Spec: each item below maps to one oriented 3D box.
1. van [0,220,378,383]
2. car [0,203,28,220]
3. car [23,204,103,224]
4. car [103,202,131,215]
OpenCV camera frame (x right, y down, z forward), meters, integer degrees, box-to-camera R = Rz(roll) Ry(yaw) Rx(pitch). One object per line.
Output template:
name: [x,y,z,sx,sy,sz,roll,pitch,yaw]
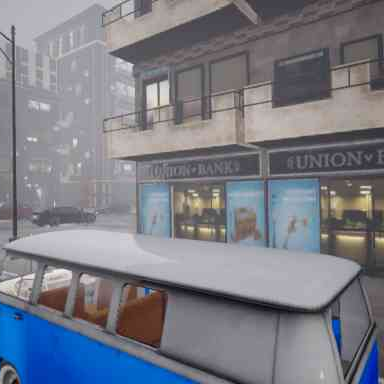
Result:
van: [-0.422,1.342,3.162,3.998,1.788,1.690,0,-1,36]
car: [-15.270,1.608,27.301,1.967,1.590,4.097,-2,-1,36]
car: [-8.518,1.583,22.334,1.947,1.339,4.313,-2,-1,36]
car: [-8.591,1.797,36.385,1.947,1.339,4.313,-2,-1,36]
